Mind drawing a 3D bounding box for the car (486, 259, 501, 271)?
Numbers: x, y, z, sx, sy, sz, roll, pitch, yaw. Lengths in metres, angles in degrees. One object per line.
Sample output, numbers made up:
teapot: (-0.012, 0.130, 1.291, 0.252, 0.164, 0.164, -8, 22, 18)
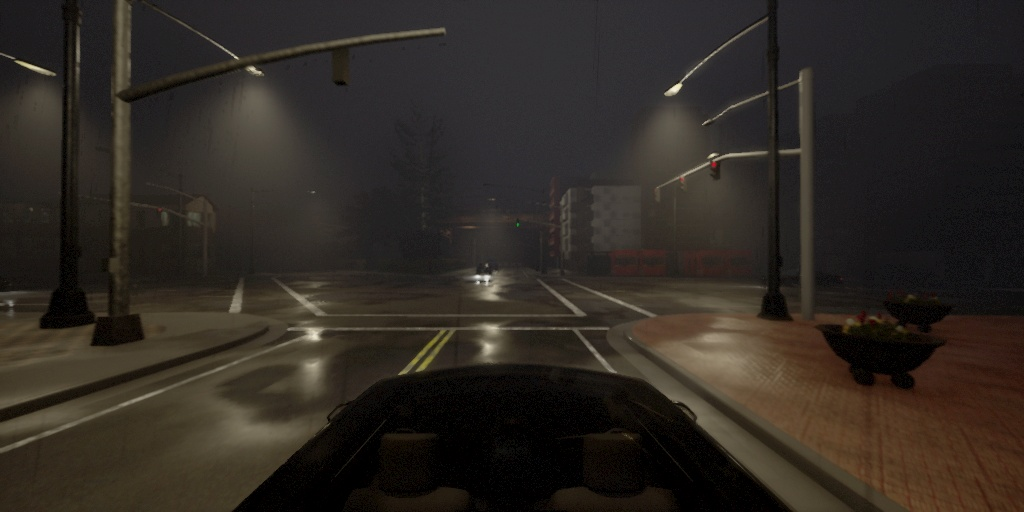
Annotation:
car: (-3.515, 1.464, 60.809, 2.150, 2.045, 5.566, 0, -1, 1)

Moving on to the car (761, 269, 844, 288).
car: (22.604, 1.738, 27.969, 5.357, 1.411, 2.033, 1, 0, 0)

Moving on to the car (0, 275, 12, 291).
car: (-31.768, 1.312, 20.356, 4.892, 1.490, 1.837, 1, 0, -1)

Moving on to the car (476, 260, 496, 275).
car: (-3.568, 1.614, 46.433, 2.128, 1.511, 4.902, 0, 0, 0)
